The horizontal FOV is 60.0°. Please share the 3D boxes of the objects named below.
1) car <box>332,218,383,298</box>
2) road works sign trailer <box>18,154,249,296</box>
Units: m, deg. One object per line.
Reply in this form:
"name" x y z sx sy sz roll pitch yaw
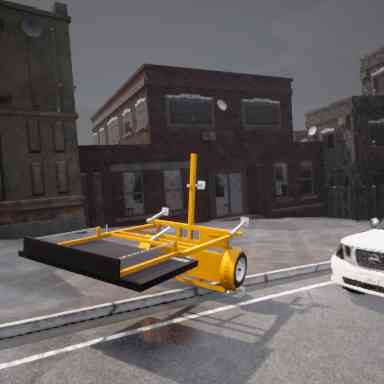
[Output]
"car" 5.568 1.194 7.302 5.566 2.045 2.150 0 0 -30
"road works sign trailer" -0.701 0.701 5.824 2.380 2.880 3.560 5 5 31
